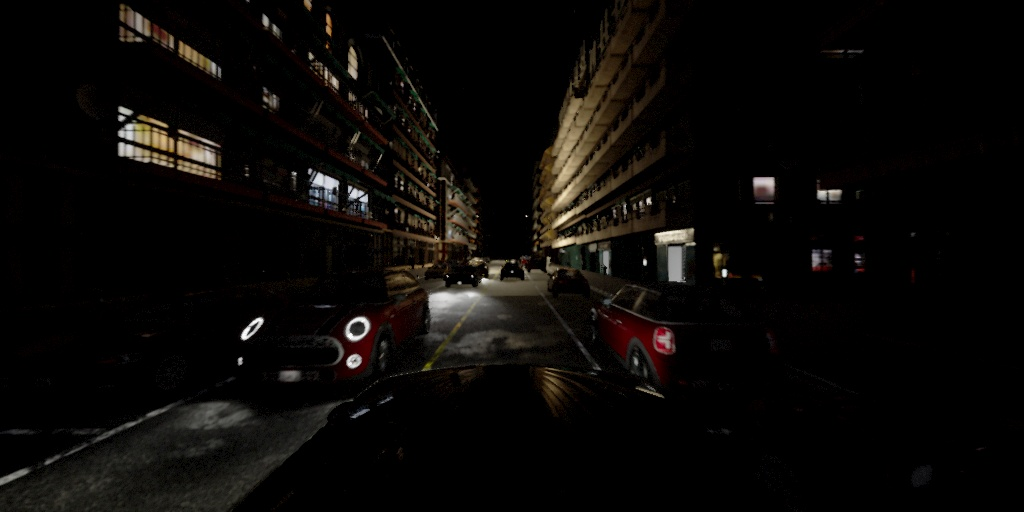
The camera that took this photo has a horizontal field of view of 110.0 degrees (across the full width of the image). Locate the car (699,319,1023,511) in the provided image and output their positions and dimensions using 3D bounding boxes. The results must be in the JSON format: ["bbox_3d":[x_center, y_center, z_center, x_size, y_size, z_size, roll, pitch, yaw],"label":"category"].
[{"bbox_3d":[2.692,1.299,1.054,1.888,1.381,4.507,0,0,0],"label":"car"}]

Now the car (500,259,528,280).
[{"bbox_3d":[0.021,1.175,29.526,1.994,1.385,4.181,0,0,0],"label":"car"}]

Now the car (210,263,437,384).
[{"bbox_3d":[-3.100,1.074,7.245,2.097,1.767,4.553,0,0,0],"label":"car"}]

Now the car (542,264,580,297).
[{"bbox_3d":[2.686,1.252,17.625,1.802,1.307,4.207,0,0,0],"label":"car"}]

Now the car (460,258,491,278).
[{"bbox_3d":[-3.011,1.166,31.166,1.994,1.385,4.181,0,0,0],"label":"car"}]

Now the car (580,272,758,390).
[{"bbox_3d":[2.690,1.165,6.578,1.967,1.591,4.097,0,0,0],"label":"car"}]

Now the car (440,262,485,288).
[{"bbox_3d":[-3.011,1.243,22.946,1.895,1.301,4.718,0,0,0],"label":"car"}]

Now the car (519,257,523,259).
[{"bbox_3d":[0.063,1.091,46.788,1.994,1.385,4.181,0,0,0],"label":"car"}]

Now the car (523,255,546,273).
[{"bbox_3d":[2.680,0.875,39.719,2.192,1.841,5.009,0,0,0],"label":"car"}]

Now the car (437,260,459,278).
[{"bbox_3d":[-5.698,1.140,28.513,1.751,1.417,4.829,0,0,0],"label":"car"}]

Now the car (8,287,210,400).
[{"bbox_3d":[-5.691,1.270,6.589,1.888,1.381,4.507,0,0,0],"label":"car"}]
